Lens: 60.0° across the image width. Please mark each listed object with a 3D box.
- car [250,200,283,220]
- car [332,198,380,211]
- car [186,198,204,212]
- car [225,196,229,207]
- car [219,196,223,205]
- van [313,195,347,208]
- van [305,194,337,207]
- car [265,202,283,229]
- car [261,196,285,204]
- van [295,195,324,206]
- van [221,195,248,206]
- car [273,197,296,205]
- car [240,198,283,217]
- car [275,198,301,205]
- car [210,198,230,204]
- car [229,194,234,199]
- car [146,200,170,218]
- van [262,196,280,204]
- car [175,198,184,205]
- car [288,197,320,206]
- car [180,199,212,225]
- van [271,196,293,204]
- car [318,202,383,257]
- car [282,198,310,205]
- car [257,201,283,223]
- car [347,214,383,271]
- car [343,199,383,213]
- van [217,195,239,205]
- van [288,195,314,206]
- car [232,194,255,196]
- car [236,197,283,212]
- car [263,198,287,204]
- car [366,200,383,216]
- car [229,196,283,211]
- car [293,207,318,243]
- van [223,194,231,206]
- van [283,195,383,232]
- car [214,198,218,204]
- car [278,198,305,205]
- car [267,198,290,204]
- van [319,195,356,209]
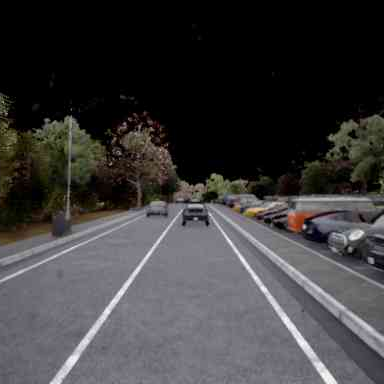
[{"bbox_3d":[7.154,1.562,25.159,4.792,1.488,2.163,0,0,1],"label":"car"},{"bbox_3d":[20.436,1.582,41.548,5.008,1.535,2.097,0,0,1],"label":"car"},{"bbox_3d":[0.421,1.594,41.865,2.128,1.511,4.902,0,-1,1],"label":"car"},{"bbox_3d":[7.388,1.598,44.591,5.008,1.535,2.097,0,0,1],"label":"car"},{"bbox_3d":[7.512,1.375,52.920,5.566,2.045,2.435,0,0,1],"label":"car"},{"bbox_3d":[20.648,1.384,49.857,4.442,1.987,1.878,0,0,1],"label":"van"},{"bbox_3d":[20.446,1.394,52.762,4.442,1.987,1.878,0,-1,1],"label":"van"},{"bbox_3d":[7.094,1.543,19.607,4.792,1.488,2.163,0,0,1],"label":"car"},{"bbox_3d":[20.948,2.005,85.843,5.566,2.045,2.435,0,-1,1],"label":"car"},{"bbox_3d":[20.504,1.484,58.153,4.442,1.987,1.878,0,-1,1],"label":"van"},{"bbox_3d":[7.427,1.493,58.456,4.442,1.987,1.878,0,-1,1],"label":"van"},{"bbox_3d":[20.769,1.907,74.767,4.553,1.767,2.185,0,-1,1],"label":"car"},{"bbox_3d":[7.028,1.539,27.937,5.366,1.575,1.946,0,0,1],"label":"car"},{"bbox_3d":[20.767,1.981,72.120,5.008,1.535,2.097,0,-1,1],"label":"car"},{"bbox_3d":[7.718,2.413,91.742,5.366,1.575,1.946,0,-1,1],"label":"car"},{"bbox_3d":[7.332,1.463,41.816,4.553,1.767,2.185,0,0,1],"label":"car"},{"bbox_3d":[-3.124,1.557,31.077,1.837,1.490,4.892,0,0,1],"label":"car"},{"bbox_3d":[21.069,2.104,88.733,4.442,1.987,1.878,0,-1,1],"label":"van"},{"bbox_3d":[-2.619,1.990,73.536,1.882,1.535,5.008,0,-1,1],"label":"car"},{"bbox_3d":[20.466,1.760,60.917,5.366,1.575,1.946,0,-1,1],"label":"car"},{"bbox_3d":[0.267,1.539,24.636,1.837,1.490,4.892,0,0,0],"label":"car"},{"bbox_3d":[20.947,1.861,77.536,4.442,1.987,1.878,0,-1,1],"label":"van"},{"bbox_3d":[7.065,1.362,11.281,4.553,1.767,2.185,0,0,1],"label":"car"},{"bbox_3d":[20.705,1.872,66.455,4.892,1.521,2.231,0,-1,1],"label":"car"},{"bbox_3d":[7.124,1.552,22.383,4.792,1.488,2.163,0,0,1],"label":"car"},{"bbox_3d":[6.997,1.485,8.502,4.892,1.521,2.231,0,0,1],"label":"car"},{"bbox_3d":[20.409,1.613,38.776,4.674,1.452,2.002,0,0,1],"label":"car"},{"bbox_3d":[7.810,1.763,72.331,4.442,1.987,1.878,0,-1,1],"label":"van"},{"bbox_3d":[20.798,1.591,63.689,4.442,1.987,1.878,0,-1,1],"label":"van"},{"bbox_3d":[7.302,1.454,39.040,4.553,1.767,2.185,0,0,1],"label":"car"},{"bbox_3d":[7.267,1.561,33.487,4.892,1.521,2.231,0,0,1],"label":"car"},{"bbox_3d":[20.706,2.194,83.072,5.366,1.575,1.946,0,-1,1],"label":"car"},{"bbox_3d":[20.356,1.594,33.362,4.674,1.452,2.002,0,0,1],"label":"car"},{"bbox_3d":[7.118,1.567,36.265,5.366,1.575,1.946,0,0,1],"label":"car"},{"bbox_3d":[7.093,1.524,14.054,4.792,1.488,2.163,0,0,1],"label":"car"},{"bbox_3d":[7.337,1.391,50.145,4.442,1.987,1.878,0,0,1],"label":"van"},{"bbox_3d":[7.210,1.278,16.831,4.442,1.987,1.878,0,0,1],"label":"van"},{"bbox_3d":[7.669,1.935,69.552,5.008,1.535,2.097,0,-1,1],"label":"car"},{"bbox_3d":[20.736,1.925,69.224,5.008,1.535,2.097,0,-1,1],"label":"car"},{"bbox_3d":[20.854,2.142,80.304,4.892,1.521,2.231,0,-1,1],"label":"car"},{"bbox_3d":[20.619,1.375,47.212,4.442,1.987,1.878,0,0,1],"label":"van"}]
